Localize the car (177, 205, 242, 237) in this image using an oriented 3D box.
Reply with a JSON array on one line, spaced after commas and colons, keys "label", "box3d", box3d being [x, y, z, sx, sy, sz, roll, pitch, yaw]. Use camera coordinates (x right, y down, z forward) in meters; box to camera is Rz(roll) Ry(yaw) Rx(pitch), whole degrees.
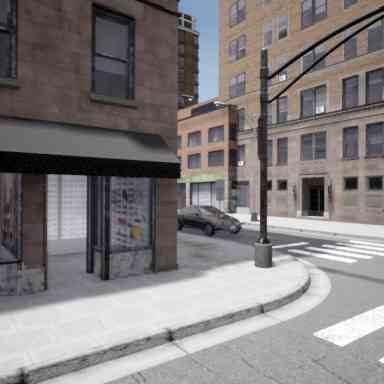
[{"label": "car", "box3d": [0.651, 1.445, 17.944, 1.812, 1.442, 4.674, 0, 0, -34]}]
